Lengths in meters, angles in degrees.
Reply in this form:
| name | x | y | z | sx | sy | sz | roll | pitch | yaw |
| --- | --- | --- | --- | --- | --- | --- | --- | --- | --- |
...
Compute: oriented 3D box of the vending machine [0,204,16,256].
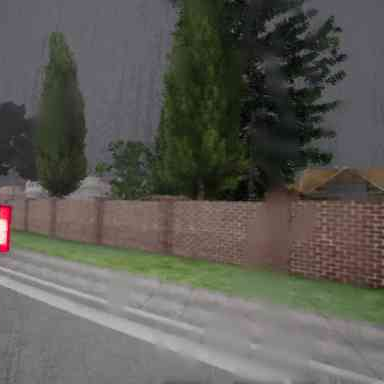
| name | x | y | z | sx | sy | sz | roll | pitch | yaw |
| --- | --- | --- | --- | --- | --- | --- | --- | --- | --- |
| vending machine | -8.138 | 1.557 | 13.866 | 0.880 | 2.100 | 1.100 | 0 | -3 | 44 |
